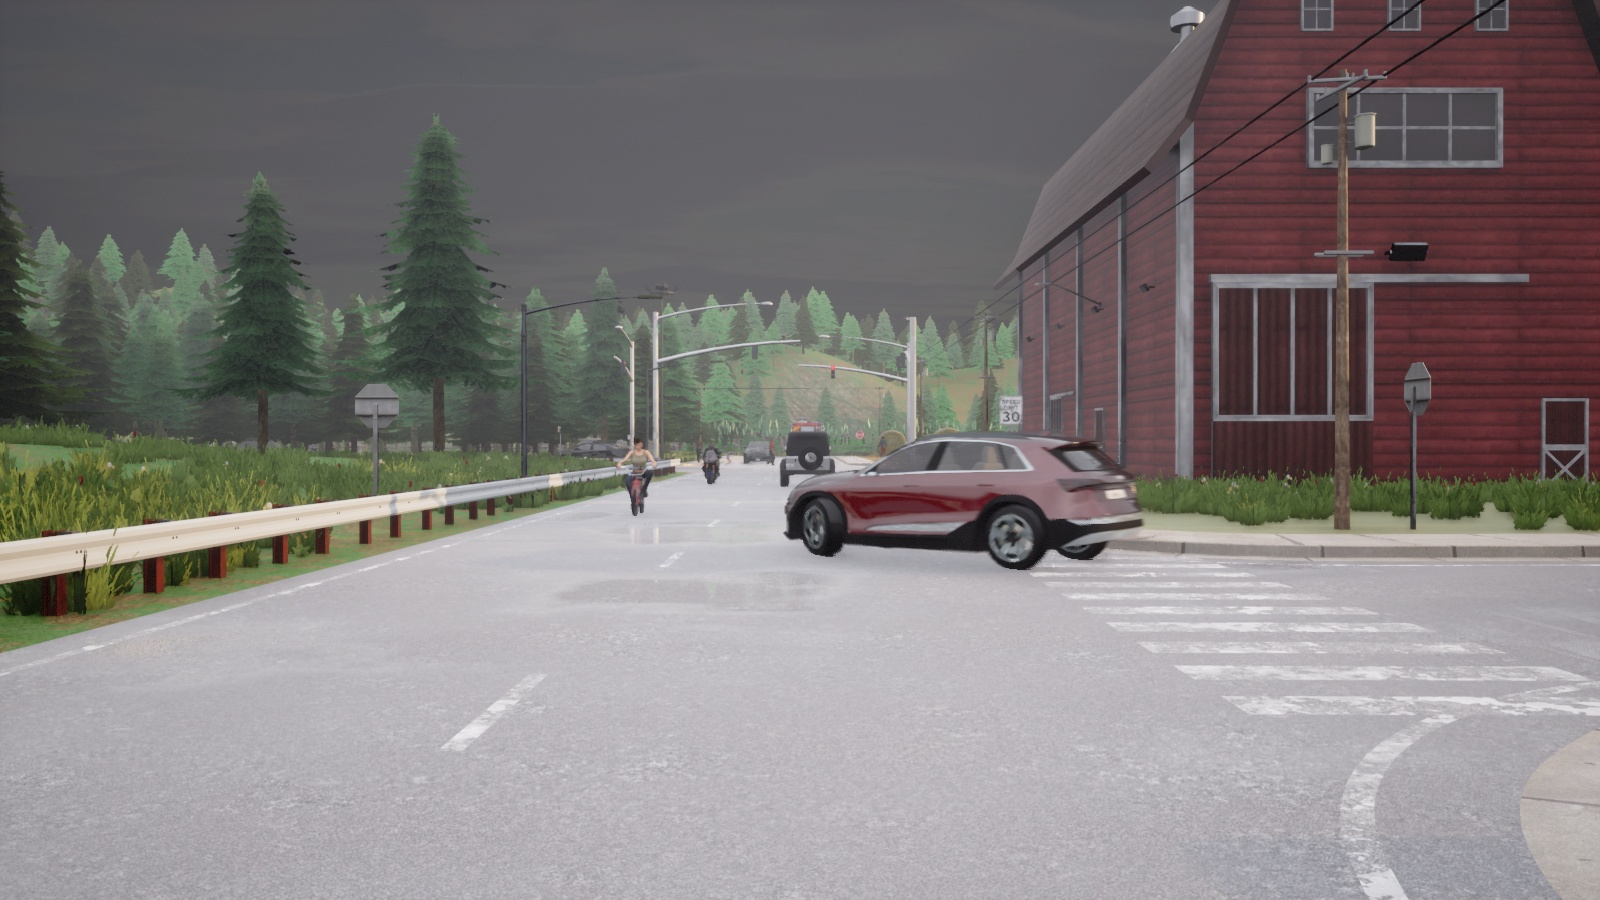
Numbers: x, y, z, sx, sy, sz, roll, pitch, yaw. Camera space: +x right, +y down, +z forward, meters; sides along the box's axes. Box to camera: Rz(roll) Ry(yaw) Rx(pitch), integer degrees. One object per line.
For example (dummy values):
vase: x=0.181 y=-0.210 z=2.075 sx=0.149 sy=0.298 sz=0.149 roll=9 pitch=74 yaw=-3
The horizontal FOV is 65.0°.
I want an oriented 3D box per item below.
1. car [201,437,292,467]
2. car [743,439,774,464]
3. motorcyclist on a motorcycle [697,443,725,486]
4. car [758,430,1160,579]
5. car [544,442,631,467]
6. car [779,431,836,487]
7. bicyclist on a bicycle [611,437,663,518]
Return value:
car: x=-33.424 y=0.122 z=75.878 sx=4.553 sy=1.767 sz=2.097 roll=0 pitch=0 yaw=0
car: x=-2.960 y=0.090 z=90.773 sx=2.097 sy=1.767 sz=4.553 roll=0 pitch=0 yaw=0
motorcyclist on a motorcycle: x=-3.221 y=0.521 z=45.589 sx=0.866 sy=1.530 sz=2.191 roll=0 pitch=0 yaw=0
car: x=1.944 y=0.586 z=16.339 sx=4.856 sy=1.649 sz=2.033 roll=0 pitch=1 yaw=40
car: x=-12.849 y=0.257 z=76.111 sx=5.008 sy=1.535 sz=1.882 roll=0 pitch=0 yaw=-1
car: x=0.270 y=0.294 z=44.101 sx=1.905 sy=1.878 sz=3.866 roll=0 pitch=0 yaw=0
bicyclist on a bicycle: x=-3.338 y=0.535 z=25.780 sx=0.866 sy=1.612 sz=1.509 roll=0 pitch=0 yaw=0
